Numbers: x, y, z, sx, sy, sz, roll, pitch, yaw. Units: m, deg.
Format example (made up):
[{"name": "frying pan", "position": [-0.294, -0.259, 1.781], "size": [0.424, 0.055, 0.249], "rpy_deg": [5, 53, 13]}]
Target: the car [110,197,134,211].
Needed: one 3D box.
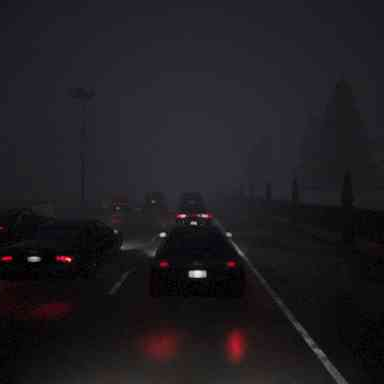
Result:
[{"name": "car", "position": [-7.212, 1.288, 34.475], "size": [1.837, 1.490, 4.892], "rpy_deg": [0, 0, -2]}]

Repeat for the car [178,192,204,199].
[{"name": "car", "position": [-0.100, 1.028, 30.435], "size": [2.150, 2.045, 5.566], "rpy_deg": [0, 0, -1]}]

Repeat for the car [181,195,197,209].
[{"name": "car", "position": [-0.423, 1.190, 42.394], "size": [1.801, 1.575, 5.366], "rpy_deg": [0, 0, -1]}]

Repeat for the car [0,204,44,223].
[{"name": "car", "position": [-6.902, 1.408, 13.269], "size": [2.128, 1.511, 4.902], "rpy_deg": [0, 0, 0]}]

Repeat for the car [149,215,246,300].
[{"name": "car", "position": [0.101, 1.511, 8.321], "size": [1.994, 1.385, 4.181], "rpy_deg": [0, 0, 0]}]

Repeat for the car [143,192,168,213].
[{"name": "car", "position": [-3.683, 1.010, 33.731], "size": [2.150, 2.045, 5.566], "rpy_deg": [0, 0, -2]}]

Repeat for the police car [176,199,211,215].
[{"name": "police car", "position": [0.085, 1.385, 19.121], "size": [2.038, 1.542, 4.974], "rpy_deg": [0, 0, 0]}]

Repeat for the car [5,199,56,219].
[{"name": "car", "position": [-14.137, 1.427, 29.577], "size": [2.033, 1.411, 5.357], "rpy_deg": [0, 0, -2]}]

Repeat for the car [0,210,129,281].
[{"name": "car", "position": [-3.402, 1.486, 9.691], "size": [2.033, 1.411, 5.357], "rpy_deg": [0, 0, 0]}]
